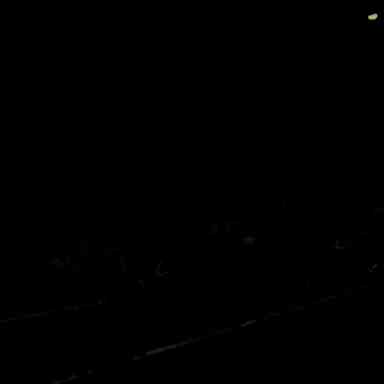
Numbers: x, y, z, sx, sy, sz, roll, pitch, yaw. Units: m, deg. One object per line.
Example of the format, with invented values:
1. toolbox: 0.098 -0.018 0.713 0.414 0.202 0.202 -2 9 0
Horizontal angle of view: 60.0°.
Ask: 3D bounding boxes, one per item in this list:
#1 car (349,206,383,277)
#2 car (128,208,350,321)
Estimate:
1. car: 5.721 1.421 10.836 5.009 1.841 2.192 1 0 -35
2. car: 1.128 1.366 7.566 5.009 1.841 2.192 1 0 -35
